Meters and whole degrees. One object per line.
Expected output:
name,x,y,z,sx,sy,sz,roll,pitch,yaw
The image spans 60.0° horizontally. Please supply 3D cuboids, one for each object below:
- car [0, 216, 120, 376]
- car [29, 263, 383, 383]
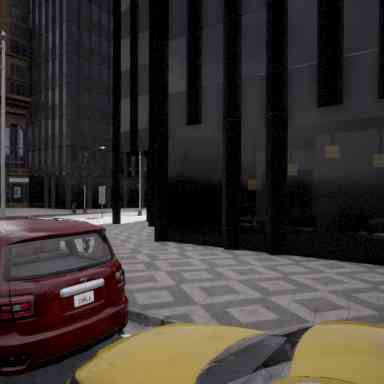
car,-3.189,1.314,5.228,5.009,1.841,2.192,0,0,35
car,1.092,1.525,2.180,4.829,1.417,1.752,0,0,35
